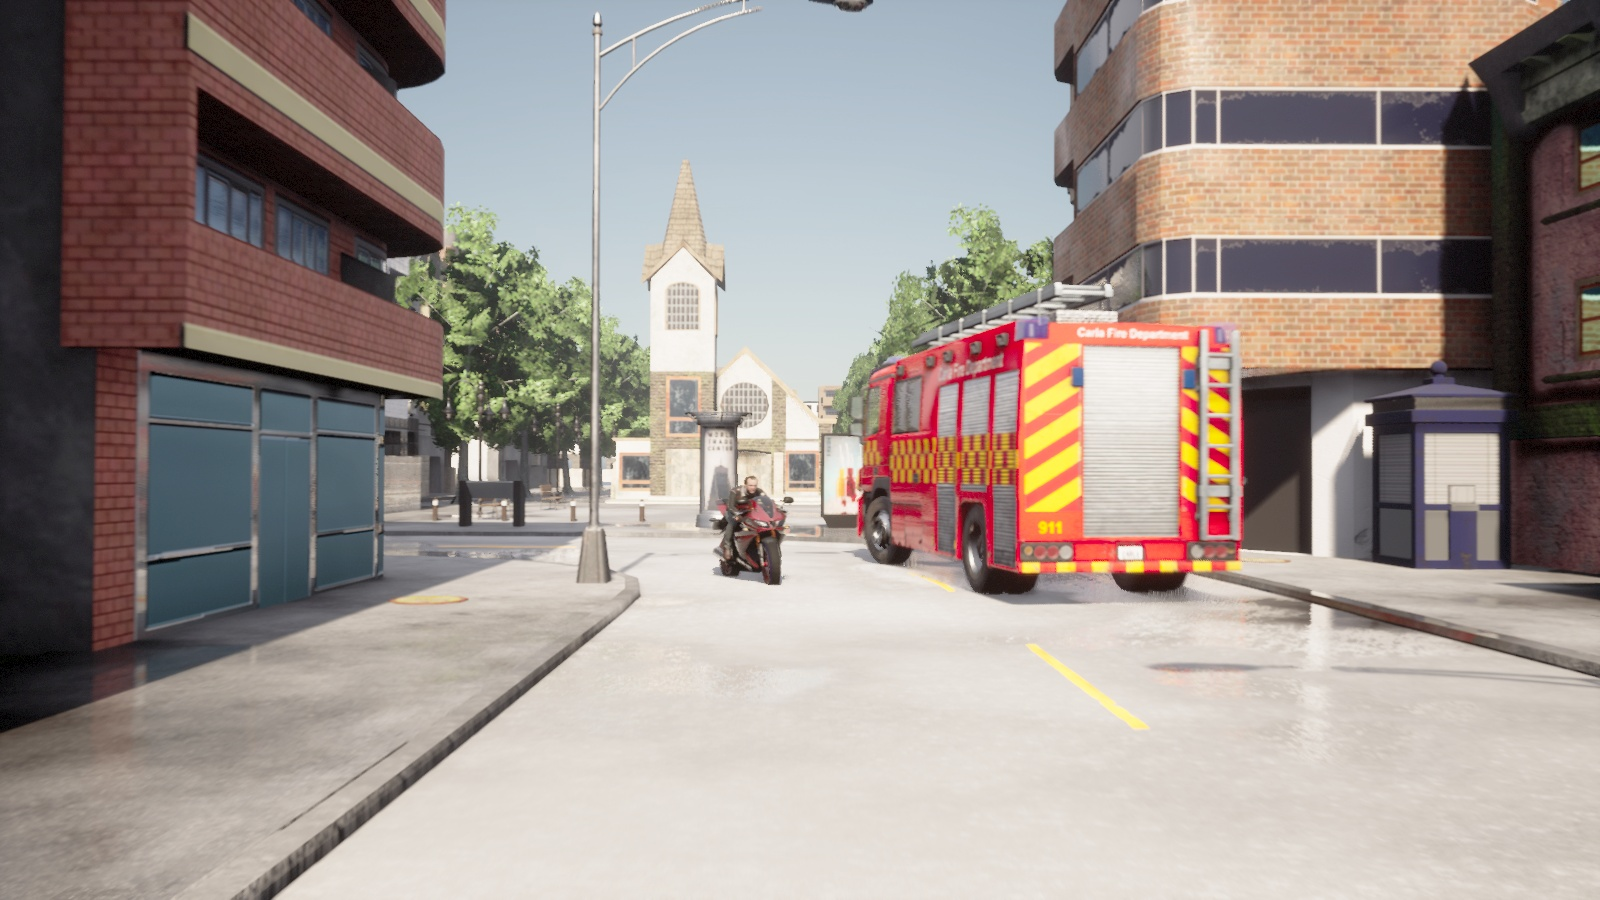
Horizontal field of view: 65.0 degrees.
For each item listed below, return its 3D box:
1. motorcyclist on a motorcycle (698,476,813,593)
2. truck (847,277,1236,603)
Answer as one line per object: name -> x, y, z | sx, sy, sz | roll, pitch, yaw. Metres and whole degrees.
motorcyclist on a motorcycle -> -0.668, 1.153, 17.897 | 0.866, 1.530, 2.191 | -1, -1, -23
truck -> 3.077, -0.040, 19.161 | 2.891, 3.827, 8.468 | 0, -1, -11
